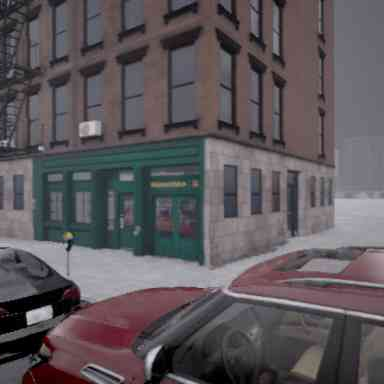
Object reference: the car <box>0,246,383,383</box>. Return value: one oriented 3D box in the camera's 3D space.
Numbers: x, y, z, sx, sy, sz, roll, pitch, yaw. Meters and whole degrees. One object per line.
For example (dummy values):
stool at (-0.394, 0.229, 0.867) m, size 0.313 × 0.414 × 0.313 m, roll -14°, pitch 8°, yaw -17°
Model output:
car at (1.007, 1.316, 2.091) m, size 5.009 × 1.841 × 2.192 m, roll 0°, pitch 0°, yaw 36°
